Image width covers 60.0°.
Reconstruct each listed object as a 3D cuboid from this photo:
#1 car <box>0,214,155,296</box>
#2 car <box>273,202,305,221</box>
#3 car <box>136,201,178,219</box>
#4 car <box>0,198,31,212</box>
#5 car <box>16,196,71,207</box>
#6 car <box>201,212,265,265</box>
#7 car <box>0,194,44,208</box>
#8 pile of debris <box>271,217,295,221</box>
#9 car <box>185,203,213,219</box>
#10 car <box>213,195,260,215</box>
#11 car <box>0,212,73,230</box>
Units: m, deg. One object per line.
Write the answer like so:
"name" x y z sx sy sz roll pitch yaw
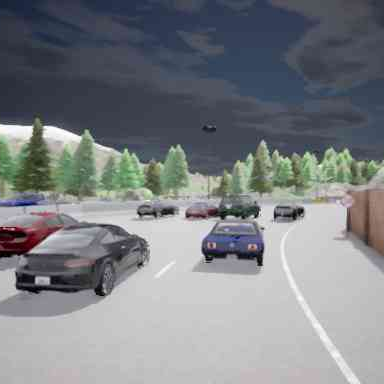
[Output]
"car" -2.512 1.528 8.599 1.812 1.442 4.674 0 0 8
"car" 8.437 1.596 28.629 2.128 1.511 4.902 0 0 30
"car" -2.968 1.532 29.529 2.128 1.511 4.902 0 0 26
"car" -21.964 1.490 38.923 2.033 1.411 5.357 0 0 27
"car" -13.677 1.471 31.841 2.128 1.511 4.902 0 0 25
"car" 1.656 1.635 11.970 1.895 1.301 4.718 0 0 12
"car" -17.031 1.182 32.979 2.150 2.045 5.566 0 0 25
"pile of debris" 7.613 2.277 27.705 1.500 0.140 1.860 0 0 30
"car" 1.055 1.629 29.726 1.994 1.385 4.181 0 0 27
"car" 4.089 1.303 28.160 2.150 2.045 5.566 0 0 28
"car" -5.370 1.469 12.325 1.882 1.535 5.008 0 0 11
